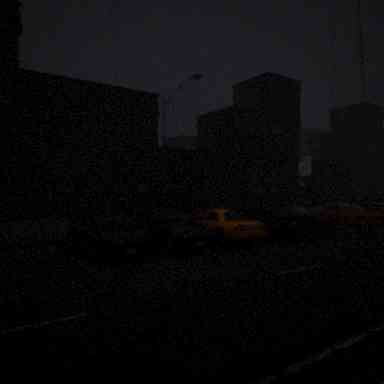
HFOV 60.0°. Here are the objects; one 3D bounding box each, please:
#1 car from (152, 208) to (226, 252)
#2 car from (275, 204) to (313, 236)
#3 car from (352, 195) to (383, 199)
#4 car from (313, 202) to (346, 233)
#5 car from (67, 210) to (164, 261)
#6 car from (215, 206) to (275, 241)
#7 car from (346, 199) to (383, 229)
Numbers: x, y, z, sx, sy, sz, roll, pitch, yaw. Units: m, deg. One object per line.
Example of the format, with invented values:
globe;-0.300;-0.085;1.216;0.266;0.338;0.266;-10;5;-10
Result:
car;-1.021;1.506;14.289;2.163;1.488;4.792;0;0;-35
car;3.504;1.506;17.517;2.163;1.488;4.792;0;0;-35
car;14.911;1.226;25.442;2.435;2.045;5.566;0;0;-35
car;5.695;1.477;19.018;2.097;1.535;5.008;0;0;-35
car;-3.299;1.506;12.700;2.163;1.488;4.792;0;0;-35
car;1.136;1.473;16.056;1.946;1.575;5.366;0;0;-35
car;10.343;1.478;22.274;2.097;1.535;5.008;0;0;-35
